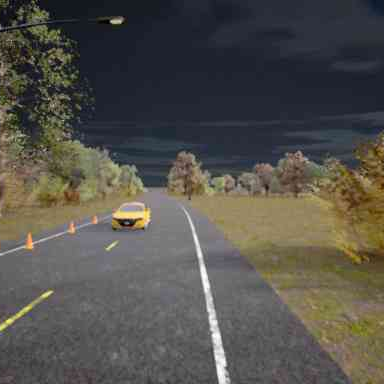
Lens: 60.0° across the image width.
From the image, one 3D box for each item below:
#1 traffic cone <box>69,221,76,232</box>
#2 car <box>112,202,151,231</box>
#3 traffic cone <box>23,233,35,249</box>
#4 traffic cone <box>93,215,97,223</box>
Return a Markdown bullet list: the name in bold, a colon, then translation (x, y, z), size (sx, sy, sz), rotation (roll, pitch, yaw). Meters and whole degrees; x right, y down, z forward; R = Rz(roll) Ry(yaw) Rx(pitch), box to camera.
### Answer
- **traffic cone**: translation (-6.531, 1.886, 18.072), size (0.340, 0.580, 0.340), rotation (0, 0, -2)
- **car**: translation (-3.582, 1.396, 20.346), size (1.882, 1.535, 5.008), rotation (0, 0, -2)
- **traffic cone**: translation (-6.401, 1.907, 13.098), size (0.340, 0.580, 0.340), rotation (0, 0, -1)
- **traffic cone**: translation (-6.700, 1.865, 23.044), size (0.340, 0.580, 0.340), rotation (0, 0, -2)
